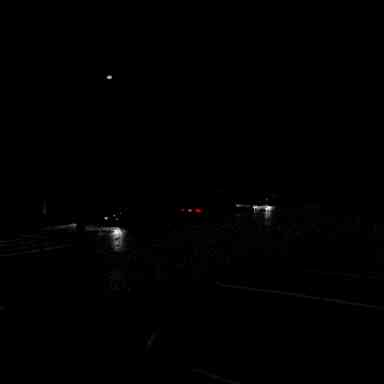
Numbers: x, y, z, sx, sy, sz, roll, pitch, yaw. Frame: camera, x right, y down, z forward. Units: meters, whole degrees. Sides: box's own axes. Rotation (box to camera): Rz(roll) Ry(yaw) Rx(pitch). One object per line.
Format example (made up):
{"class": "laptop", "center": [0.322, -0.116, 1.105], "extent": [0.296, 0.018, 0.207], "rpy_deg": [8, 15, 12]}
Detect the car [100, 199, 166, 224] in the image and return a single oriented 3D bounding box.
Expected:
{"class": "car", "center": [-3.682, 1.242, 21.634], "extent": [1.837, 1.490, 4.892], "rpy_deg": [-1, 1, 36]}

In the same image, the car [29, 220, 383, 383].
{"class": "car", "center": [0.976, 1.318, 2.268], "extent": [5.009, 1.841, 2.192], "rpy_deg": [-1, 0, 35]}

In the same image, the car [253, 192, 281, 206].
{"class": "car", "center": [8.939, 0.785, 39.139], "extent": [1.812, 1.442, 4.674], "rpy_deg": [-1, 1, 36]}

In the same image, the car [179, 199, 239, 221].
{"class": "car", "center": [1.326, 1.168, 23.286], "extent": [2.033, 1.411, 5.357], "rpy_deg": [-1, 1, 36]}
